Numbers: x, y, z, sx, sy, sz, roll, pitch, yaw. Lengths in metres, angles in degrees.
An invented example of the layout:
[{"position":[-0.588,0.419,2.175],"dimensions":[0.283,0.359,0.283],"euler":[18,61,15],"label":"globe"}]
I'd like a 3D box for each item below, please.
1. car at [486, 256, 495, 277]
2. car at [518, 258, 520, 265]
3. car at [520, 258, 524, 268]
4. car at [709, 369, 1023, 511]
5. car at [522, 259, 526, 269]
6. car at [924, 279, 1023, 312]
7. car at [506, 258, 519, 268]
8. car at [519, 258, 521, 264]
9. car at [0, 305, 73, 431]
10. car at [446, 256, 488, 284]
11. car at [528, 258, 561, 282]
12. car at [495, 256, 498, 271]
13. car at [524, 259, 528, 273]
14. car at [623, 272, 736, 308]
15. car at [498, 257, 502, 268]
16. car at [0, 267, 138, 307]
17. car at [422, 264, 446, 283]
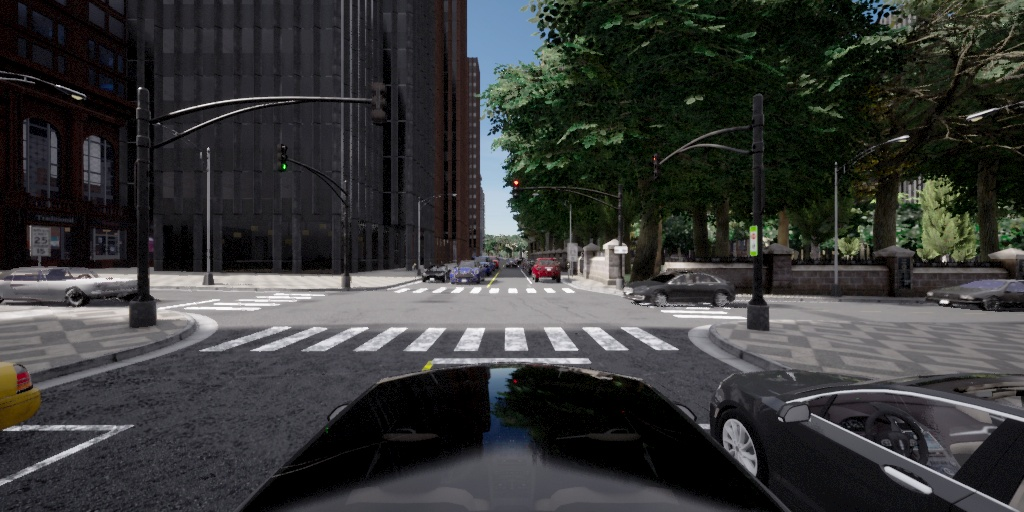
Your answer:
[{"position":[-3.213,0.991,36.585],"dimensions":[2.150,2.045,5.566],"euler":[0,0,0],"label":"car"},{"position":[2.562,1.237,61.166],"dimensions":[1.967,1.591,4.097],"euler":[0,0,0],"label":"car"},{"position":[2.599,1.336,50.253],"dimensions":[2.007,1.370,4.403],"euler":[0,0,0],"label":"car"},{"position":[2.764,1.300,1.763],"dimensions":[2.007,1.370,4.403],"euler":[0,0,0],"label":"car"},{"position":[2.618,1.329,44.796],"dimensions":[2.007,1.370,4.403],"euler":[0,0,0],"label":"car"},{"position":[22.758,1.788,16.679],"dimensions":[5.357,1.411,2.033],"euler":[1,0,0],"label":"car"},{"position":[-0.101,1.399,61.496],"dimensions":[1.895,1.301,4.718],"euler":[0,0,0],"label":"car"},{"position":[2.581,1.231,55.710],"dimensions":[1.967,1.591,4.097],"euler":[0,0,0],"label":"car"},{"position":[-5.760,1.275,1.555],"dimensions":[1.751,1.417,4.829],"euler":[0,0,0],"label":"car"},{"position":[-3.248,1.112,26.826],"dimensions":[2.097,1.767,4.553],"euler":[0,0,1],"label":"car"},{"position":[2.674,1.076,28.428],"dimensions":[2.192,1.841,5.009],"euler":[0,0,0],"label":"car"},{"position":[-3.242,1.133,46.768],"dimensions":[2.097,1.767,4.553],"euler":[0,0,0],"label":"car"},{"position":[2.637,1.338,39.340],"dimensions":[1.948,1.339,4.313],"euler":[0,0,0],"label":"car"},{"position":[7.350,1.428,15.840],"dimensions":[4.892,1.490,1.837],"euler":[2,-1,-11],"label":"car"},{"position":[-3.241,1.015,57.274],"dimensions":[2.150,2.045,5.566],"euler":[0,0,0],"label":"car"},{"position":[-16.479,1.069,13.130],"dimensions":[4.718,1.301,1.895],"euler":[1,0,-1],"label":"car"},{"position":[-5.851,1.327,28.389],"dimensions":[1.948,1.339,4.313],"euler":[0,0,0],"label":"car"}]
